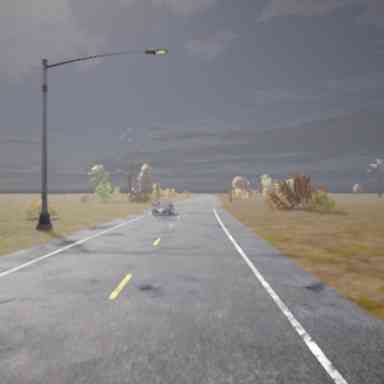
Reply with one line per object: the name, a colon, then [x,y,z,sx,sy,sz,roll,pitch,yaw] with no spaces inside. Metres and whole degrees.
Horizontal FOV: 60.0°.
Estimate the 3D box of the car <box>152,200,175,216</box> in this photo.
car: [-2.811,1.546,33.155,2.128,1.511,4.902,0,0,2]
